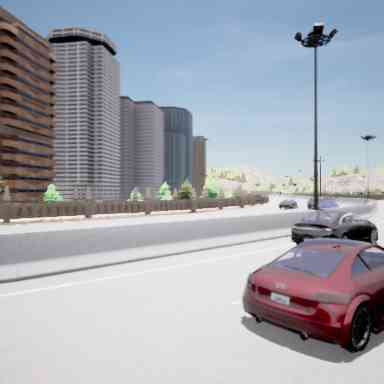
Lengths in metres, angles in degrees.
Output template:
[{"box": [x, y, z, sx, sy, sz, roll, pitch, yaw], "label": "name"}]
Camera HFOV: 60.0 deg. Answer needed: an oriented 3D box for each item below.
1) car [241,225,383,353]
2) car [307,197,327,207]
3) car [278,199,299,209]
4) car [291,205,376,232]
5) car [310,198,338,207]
[{"box": [2.887, 1.578, 6.284, 4.181, 1.385, 1.994, 0, 0, -39], "label": "car"}, {"box": [16.978, 1.609, 45.587, 1.837, 1.490, 4.892, 0, -1, 28], "label": "car"}, {"box": [13.537, 1.659, 46.416, 2.033, 1.411, 5.357, 0, 0, 29], "label": "car"}, {"box": [5.916, 1.521, 13.565, 4.902, 1.511, 2.128, 0, 0, -43], "label": "car"}, {"box": [13.692, 1.598, 33.458, 1.812, 1.442, 4.674, 0, 0, 34], "label": "car"}]
